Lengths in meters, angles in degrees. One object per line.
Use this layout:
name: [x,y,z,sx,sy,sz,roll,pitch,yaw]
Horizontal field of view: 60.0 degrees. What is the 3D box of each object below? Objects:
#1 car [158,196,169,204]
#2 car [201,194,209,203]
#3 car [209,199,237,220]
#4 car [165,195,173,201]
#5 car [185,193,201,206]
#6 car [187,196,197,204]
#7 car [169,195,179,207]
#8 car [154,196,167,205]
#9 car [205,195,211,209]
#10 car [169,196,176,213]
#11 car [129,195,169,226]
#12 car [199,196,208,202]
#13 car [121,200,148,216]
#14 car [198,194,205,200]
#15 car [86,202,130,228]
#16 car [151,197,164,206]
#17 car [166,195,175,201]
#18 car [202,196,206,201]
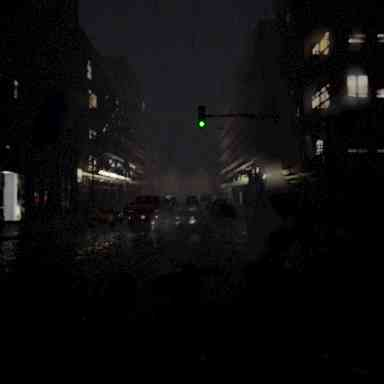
car: [-5.725,1.537,66.661,1.887,1.381,4.507,1,0,0]
car: [2.658,1.308,66.653,2.192,1.841,5.009,1,0,0]
car: [2.681,1.539,27.987,1.887,1.381,4.507,1,0,0]
car: [-5.735,1.520,83.060,1.752,1.417,4.829,1,0,0]
car: [-0.033,1.345,54.217,2.097,1.767,4.553,0,0,0]
car: [-0.040,1.496,64.252,1.837,1.490,4.892,0,0,0]
car: [-3.090,1.518,50.486,1.812,1.442,4.674,0,0,0]
car: [-5.722,1.543,61.137,2.008,1.369,4.403,1,0,0]
car: [2.678,1.434,33.511,1.967,1.590,4.097,1,0,0]
car: [-3.109,1.498,36.335,1.837,1.490,4.892,0,0,0]
car: [-3.099,1.217,23.697,2.150,2.045,5.566,0,0,0]
car: [2.649,1.560,77.699,1.947,1.339,4.313,1,0,0]
car: [-5.704,1.538,33.520,1.887,1.381,4.507,1,0,0]
car: [2.639,1.437,94.269,1.967,1.590,4.097,1,0,0]
car: [-5.696,1.521,22.303,1.752,1.417,4.829,1,0,0]
car: [-5.718,1.518,55.444,1.752,1.417,4.829,1,0,0]
car: [-5.739,1.546,88.754,2.008,1.369,4.403,1,0,0]
car: [2.670,1.575,44.558,1.802,1.307,4.206,1,0,0]
